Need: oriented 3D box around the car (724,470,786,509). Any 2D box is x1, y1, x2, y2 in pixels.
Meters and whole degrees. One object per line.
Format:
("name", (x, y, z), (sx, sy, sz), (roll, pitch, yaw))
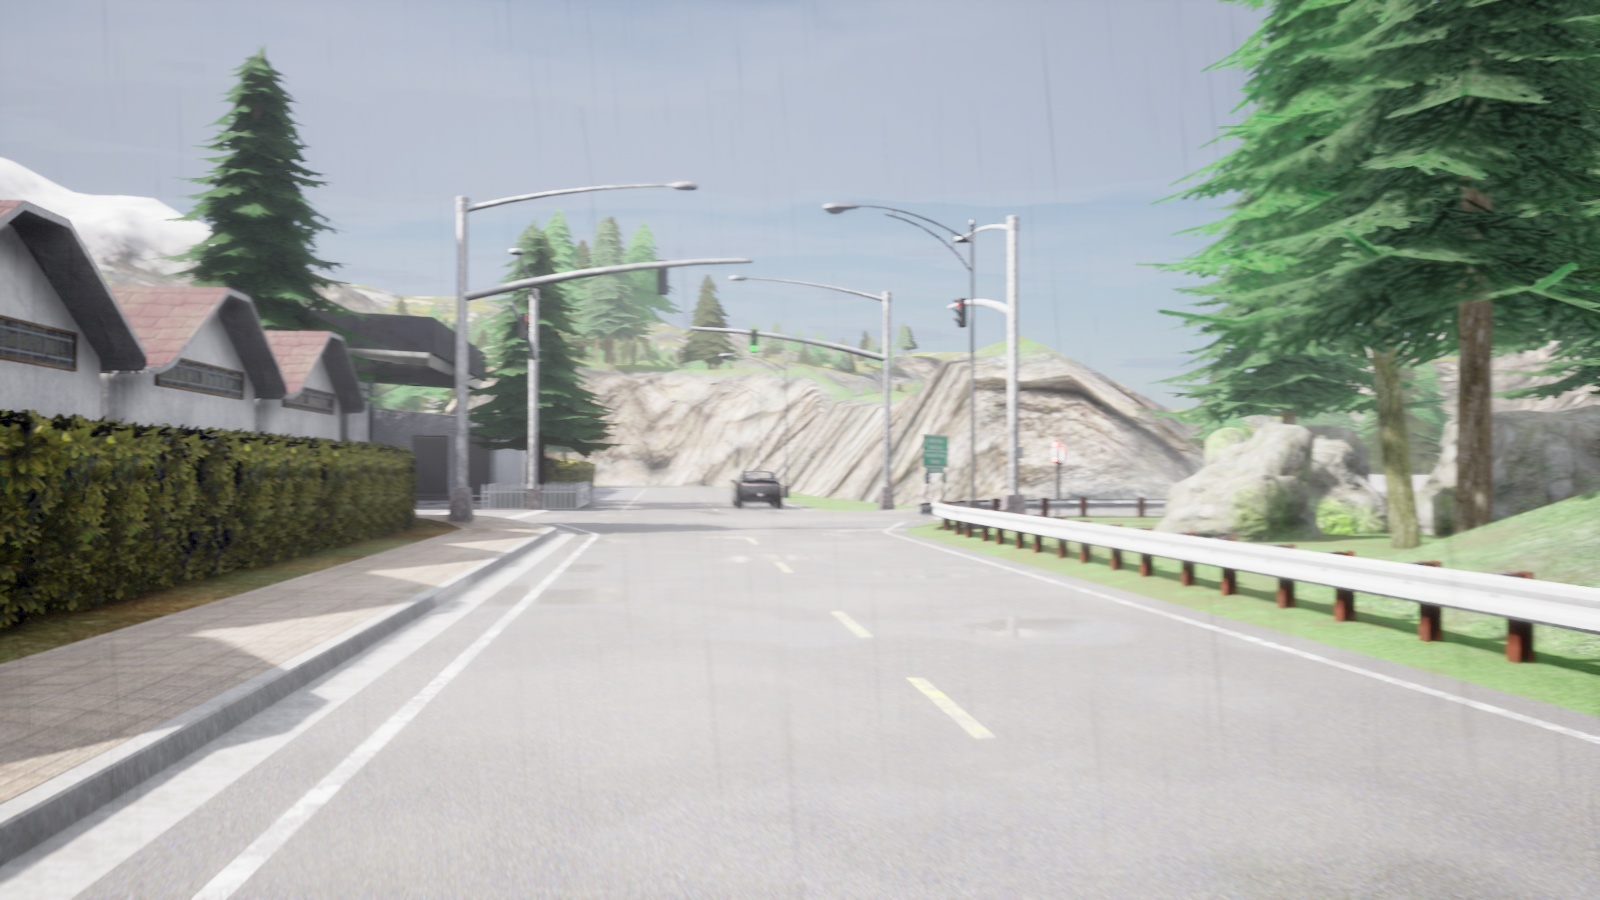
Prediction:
("car", (-1.882, 1.559, 50.970), (2.128, 1.511, 4.902), (0, -1, -6))
